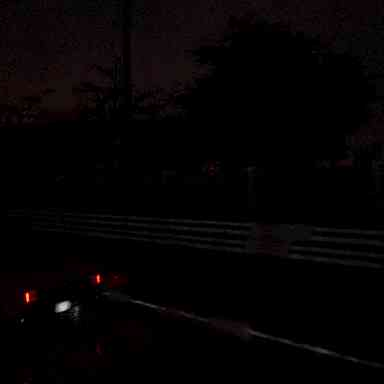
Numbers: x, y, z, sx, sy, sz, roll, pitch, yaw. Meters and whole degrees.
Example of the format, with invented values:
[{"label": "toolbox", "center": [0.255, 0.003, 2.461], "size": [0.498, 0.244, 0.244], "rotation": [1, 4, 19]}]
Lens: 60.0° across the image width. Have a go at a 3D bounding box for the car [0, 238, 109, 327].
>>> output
[{"label": "car", "center": [-3.942, 1.613, 6.810], "size": [4.718, 1.301, 1.895], "rotation": [0, 0, 36]}]
